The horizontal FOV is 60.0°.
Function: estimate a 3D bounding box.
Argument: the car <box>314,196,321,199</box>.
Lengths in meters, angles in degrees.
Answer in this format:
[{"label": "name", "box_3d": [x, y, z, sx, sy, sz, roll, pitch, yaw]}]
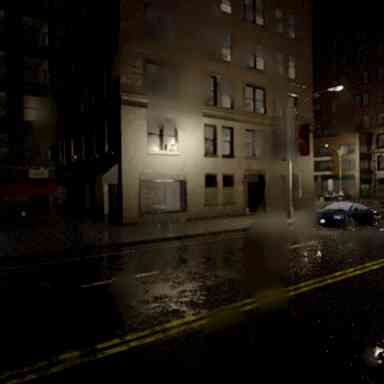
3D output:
[{"label": "car", "box_3d": [12.956, 0.698, 40.477, 1.967, 1.590, 4.097, -1, 1, -36]}]

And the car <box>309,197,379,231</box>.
[{"label": "car", "box_3d": [8.073, 1.206, 17.614, 4.181, 1.385, 1.994, -1, 1, -36]}]

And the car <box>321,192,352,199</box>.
[{"label": "car", "box_3d": [19.463, 0.678, 45.175, 1.947, 1.339, 4.313, -1, 1, -36]}]
